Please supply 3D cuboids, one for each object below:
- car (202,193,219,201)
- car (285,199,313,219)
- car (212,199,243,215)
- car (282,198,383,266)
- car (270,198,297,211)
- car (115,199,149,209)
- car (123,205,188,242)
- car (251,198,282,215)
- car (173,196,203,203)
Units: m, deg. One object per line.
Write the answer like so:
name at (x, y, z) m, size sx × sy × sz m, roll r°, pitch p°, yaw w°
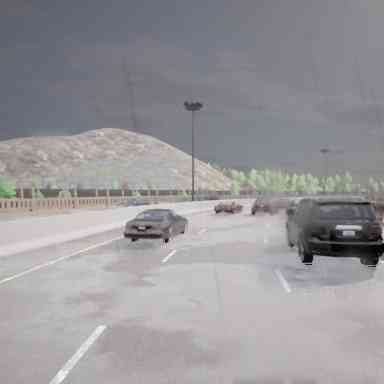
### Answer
car at (3.002, 1.208, 61.535) m, size 2.150 × 2.045 × 5.566 m, roll 0°, pitch 0°, yaw 36°
car at (9.867, 1.489, 30.328) m, size 2.128 × 1.511 × 4.902 m, roll 0°, pitch 0°, yaw 21°
car at (3.885, 1.599, 34.252) m, size 1.895 × 1.301 × 4.718 m, roll 0°, pitch 0°, yaw 22°
car at (4.716, 1.221, 11.765) m, size 2.150 × 2.045 × 5.566 m, roll 0°, pitch 0°, yaw 9°
car at (11.754, 1.545, 42.520) m, size 2.033 × 1.411 × 5.357 m, roll 0°, pitch 0°, yaw 31°
car at (-6.529, 1.490, 36.822) m, size 2.128 × 1.511 × 4.902 m, roll 0°, pitch 0°, yaw 22°
car at (-1.584, 1.547, 16.332) m, size 2.033 × 1.411 × 5.357 m, roll 0°, pitch 0°, yaw 11°
car at (7.418, 1.350, 33.416) m, size 2.097 × 1.767 × 4.553 m, roll 0°, pitch 0°, yaw 23°
car at (-0.933, 1.490, 40.994) m, size 2.128 × 1.511 × 4.902 m, roll 0°, pitch 0°, yaw 25°
